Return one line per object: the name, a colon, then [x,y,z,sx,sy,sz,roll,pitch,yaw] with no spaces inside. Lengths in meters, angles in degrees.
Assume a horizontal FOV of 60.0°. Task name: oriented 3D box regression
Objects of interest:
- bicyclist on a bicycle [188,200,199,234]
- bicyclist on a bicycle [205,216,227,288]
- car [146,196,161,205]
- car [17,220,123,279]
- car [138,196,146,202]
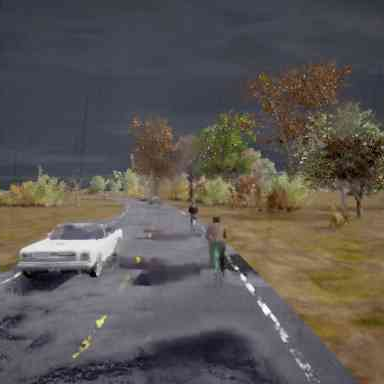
bicyclist on a bicycle: [0.089,1.331,17.939,0.659,1.776,1.843,0,0,-4]
bicyclist on a bicycle: [0.613,1.433,8.215,0.582,1.620,1.656,0,0,-2]
car: [-6.268,1.422,56.333,1.812,1.442,4.674,0,0,-12]
car: [-3.390,1.581,10.161,1.895,1.301,4.718,0,0,-3]
car: [-10.576,1.471,72.984,1.895,1.301,4.718,0,0,-17]
